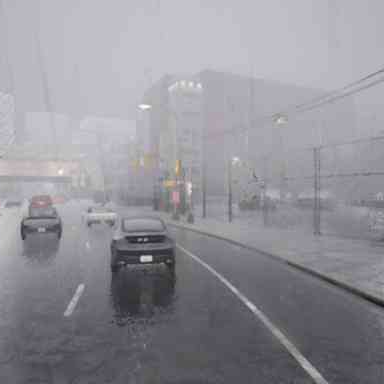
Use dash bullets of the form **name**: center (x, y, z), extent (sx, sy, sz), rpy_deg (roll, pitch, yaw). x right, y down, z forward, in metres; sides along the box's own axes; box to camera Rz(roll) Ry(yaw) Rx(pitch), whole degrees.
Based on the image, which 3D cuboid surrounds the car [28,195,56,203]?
- **car**: center (-15.846, 1.320, 34.899), extent (2.150, 2.045, 5.566), rpy_deg (0, 0, -25)

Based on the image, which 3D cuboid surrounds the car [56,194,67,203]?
- **car**: center (-25.769, 1.521, 63.949), extent (2.097, 1.767, 4.553), rpy_deg (0, 0, -25)

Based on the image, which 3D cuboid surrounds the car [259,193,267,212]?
- **car**: center (7.195, 1.282, 37.445), extent (2.185, 1.767, 4.553), rpy_deg (0, 0, -26)

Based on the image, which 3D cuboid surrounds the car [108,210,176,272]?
- **car**: center (-1.750, 1.523, 11.018), extent (1.837, 1.490, 4.892), rpy_deg (0, -1, -13)

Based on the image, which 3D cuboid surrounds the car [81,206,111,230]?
- **car**: center (-6.597, 1.654, 23.349), extent (1.895, 1.301, 4.718), rpy_deg (0, 0, -24)

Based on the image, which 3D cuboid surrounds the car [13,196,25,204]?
- **car**: center (-38.266, 1.747, 73.718), extent (2.128, 1.511, 4.902), rpy_deg (0, 0, -25)

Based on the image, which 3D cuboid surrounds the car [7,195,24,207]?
- **car**: center (-29.489, 1.647, 55.234), extent (1.882, 1.535, 5.008), rpy_deg (0, 0, -25)

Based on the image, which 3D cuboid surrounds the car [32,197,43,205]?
- **car**: center (-30.647, 1.740, 65.832), extent (1.994, 1.385, 4.181), rpy_deg (0, 0, -25)

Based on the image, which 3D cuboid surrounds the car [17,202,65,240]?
- **car**: center (-7.895, 1.541, 17.623), extent (2.128, 1.511, 4.902), rpy_deg (0, 0, -23)

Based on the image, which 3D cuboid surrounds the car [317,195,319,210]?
- **car**: center (14.025, 1.416, 40.776), extent (1.816, 1.474, 4.193), rpy_deg (0, 0, -26)

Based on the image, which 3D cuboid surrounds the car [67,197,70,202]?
- **car**: center (-32.895, 1.817, 86.232), extent (1.895, 1.301, 4.718), rpy_deg (0, 0, -26)
